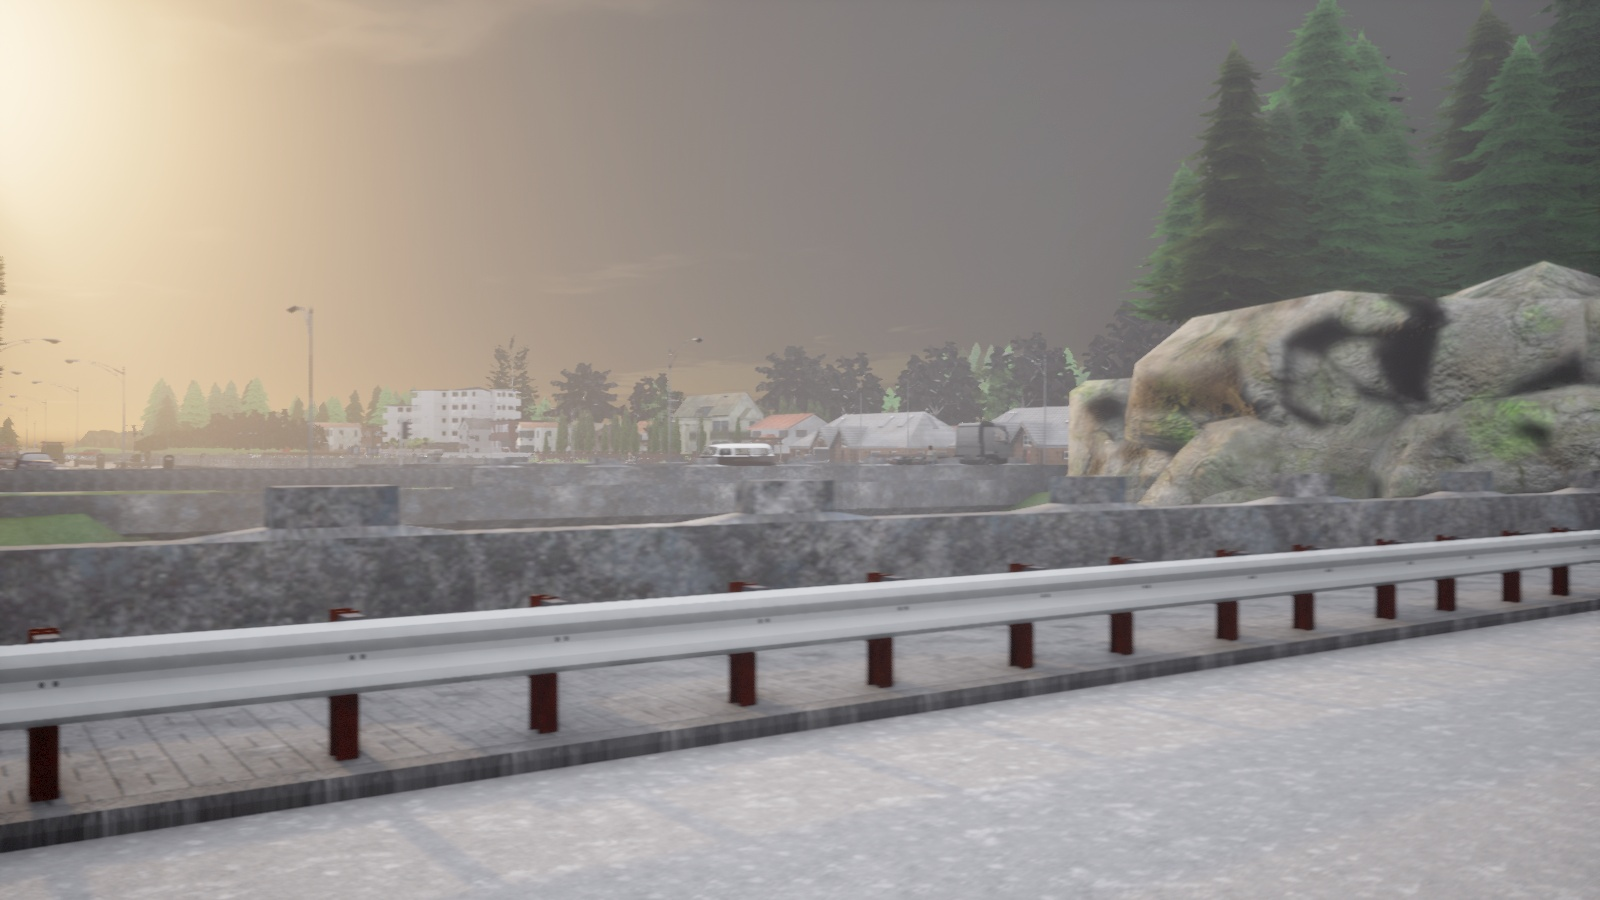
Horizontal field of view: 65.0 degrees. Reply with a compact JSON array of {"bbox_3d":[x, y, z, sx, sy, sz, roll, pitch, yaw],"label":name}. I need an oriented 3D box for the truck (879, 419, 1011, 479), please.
[{"bbox_3d":[8.772,-0.067,75.557,7.936,3.462,2.891,0,0,-35],"label":"truck"}]

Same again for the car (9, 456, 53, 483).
[{"bbox_3d":[-42.785,1.033,69.829,1.812,1.442,4.674,0,0,-35],"label":"car"}]

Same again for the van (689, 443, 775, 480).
[{"bbox_3d":[-3.863,0.654,71.645,4.480,2.038,2.069,0,0,-35],"label":"van"}]

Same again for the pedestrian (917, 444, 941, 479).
[{"bbox_3d":[6.959,0.609,67.821,0.900,1.855,0.874,0,0,-38],"label":"pedestrian"}]
